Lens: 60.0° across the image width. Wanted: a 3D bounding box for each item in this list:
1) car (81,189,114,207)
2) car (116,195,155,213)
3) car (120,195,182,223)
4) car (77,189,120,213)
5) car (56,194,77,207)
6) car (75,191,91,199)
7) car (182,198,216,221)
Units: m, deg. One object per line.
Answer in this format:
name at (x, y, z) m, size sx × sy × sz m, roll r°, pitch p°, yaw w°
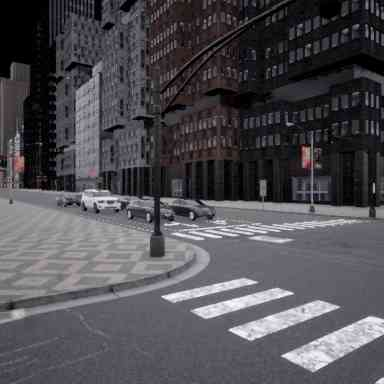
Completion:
car at (-11.786, 0.672, 41.140) m, size 2.150 × 2.045 × 5.566 m, roll 0°, pitch 1°, yaw -35°
car at (-5.643, 1.108, 32.595) m, size 1.837 × 1.490 × 4.892 m, roll 0°, pitch 1°, yaw -36°
car at (-2.970, 1.240, 23.324) m, size 1.837 × 1.490 × 4.892 m, roll 0°, pitch 1°, yaw -36°
car at (-8.653, 0.819, 31.212) m, size 2.150 × 2.045 × 5.566 m, roll 0°, pitch 1°, yaw -36°
car at (-14.861, 0.991, 39.838) m, size 2.033 × 1.411 × 5.357 m, roll 0°, pitch 1°, yaw -36°
car at (-21.786, 0.563, 66.448) m, size 1.812 × 1.442 × 4.674 m, roll 0°, pitch 1°, yaw -36°
car at (-0.205, 1.239, 25.003) m, size 1.837 × 1.490 × 4.892 m, roll 0°, pitch 1°, yaw -38°
